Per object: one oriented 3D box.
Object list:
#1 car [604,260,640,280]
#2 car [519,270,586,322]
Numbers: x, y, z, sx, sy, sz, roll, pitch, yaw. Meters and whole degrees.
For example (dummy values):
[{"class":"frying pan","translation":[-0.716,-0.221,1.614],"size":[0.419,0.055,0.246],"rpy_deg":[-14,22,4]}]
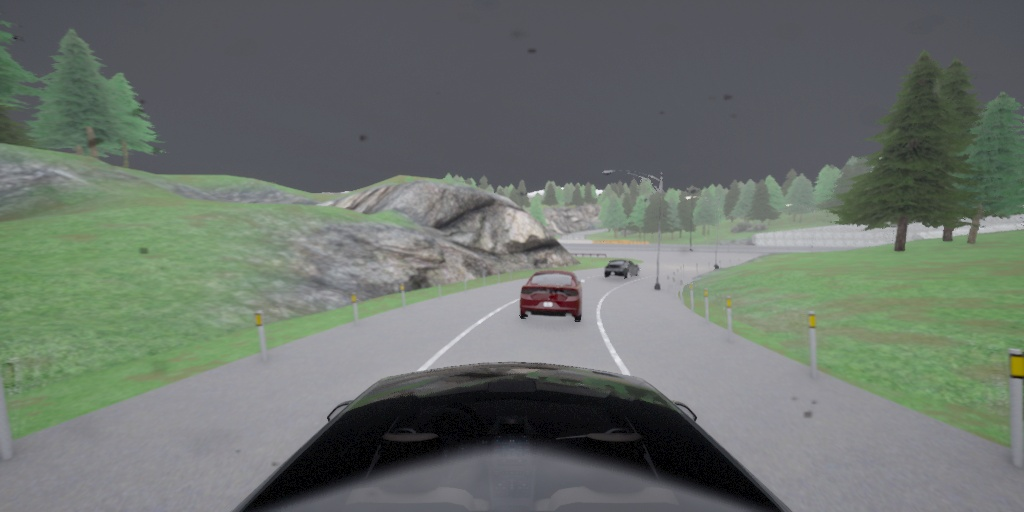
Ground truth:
[{"class":"car","translation":[9.219,1.045,29.817],"size":[1.837,1.490,4.892],"rpy_deg":[3,3,35]},{"class":"car","translation":[1.517,1.224,12.590],"size":[1.882,1.535,5.008],"rpy_deg":[1,0,11]}]
